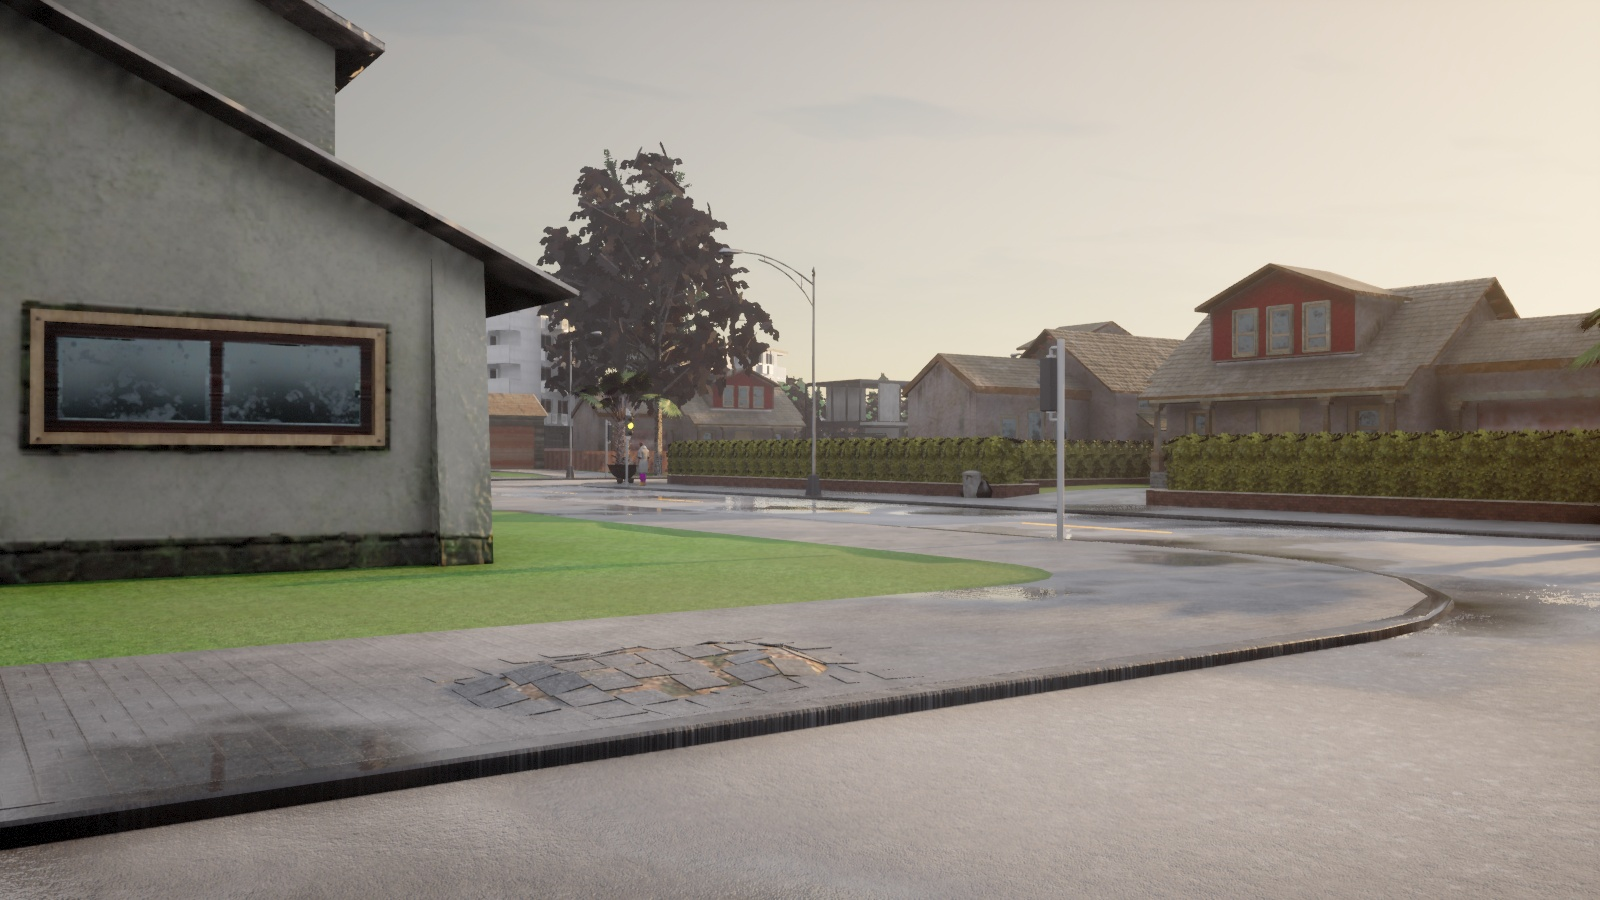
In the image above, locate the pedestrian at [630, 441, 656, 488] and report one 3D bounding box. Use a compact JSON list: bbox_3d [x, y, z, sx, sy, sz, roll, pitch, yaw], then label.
[{"bbox_3d":[-6.603,0.598,52.738,0.873,1.952,0.659,0,0,35],"label":"pedestrian"}]
